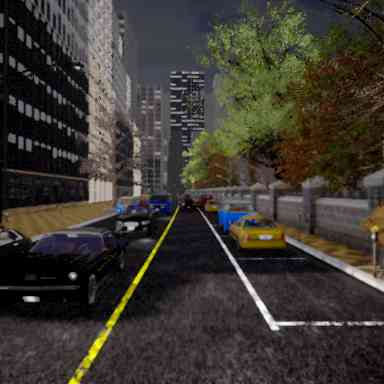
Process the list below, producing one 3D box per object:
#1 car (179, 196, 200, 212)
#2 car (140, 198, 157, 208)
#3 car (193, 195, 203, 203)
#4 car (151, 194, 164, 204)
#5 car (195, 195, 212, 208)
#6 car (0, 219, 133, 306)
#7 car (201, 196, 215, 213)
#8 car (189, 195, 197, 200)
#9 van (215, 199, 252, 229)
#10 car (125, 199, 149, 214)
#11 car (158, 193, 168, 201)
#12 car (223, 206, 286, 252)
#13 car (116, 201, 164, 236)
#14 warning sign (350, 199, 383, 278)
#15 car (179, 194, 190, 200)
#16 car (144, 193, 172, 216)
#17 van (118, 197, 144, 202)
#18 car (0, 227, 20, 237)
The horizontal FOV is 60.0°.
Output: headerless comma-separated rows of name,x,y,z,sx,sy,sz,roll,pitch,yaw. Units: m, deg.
car,-0.407,1.495,38.521,1.812,1.442,4.674,0,0,-1
car,-6.053,1.505,46.614,1.887,1.381,4.507,0,0,-1
car,1.281,1.455,69.188,1.752,1.417,4.829,0,0,-2
car,-6.540,1.254,63.251,2.192,1.841,5.009,0,0,-2
car,1.969,1.275,46.837,2.192,1.841,5.009,0,0,-1
car,-2.877,1.596,8.131,1.895,1.301,4.718,0,0,0
car,2.209,1.497,35.913,1.752,1.417,4.829,0,0,-1
car,0.357,1.444,91.191,2.008,1.369,4.403,0,0,-3
van,2.458,1.328,19.111,1.690,1.788,3.998,0,0,-1
car,-5.810,1.517,35.520,1.887,1.381,4.507,0,0,-1
car,-7.415,1.219,85.430,2.192,1.841,5.009,0,0,-3
car,2.507,1.517,13.737,1.752,1.417,4.829,0,0,0
car,-2.954,1.479,18.517,2.128,1.511,4.902,0,0,0
warning sign,4.922,1.110,8.452,1.300,1.860,1.060,0,0,0
car,-2.078,1.394,93.189,1.837,1.490,4.892,0,0,-18
car,-3.129,1.187,32.385,2.150,2.045,5.566,0,1,-1
van,-5.713,1.319,29.974,1.690,1.788,3.998,0,0,-1
car,-5.336,1.546,7.793,2.008,1.369,4.403,0,0,0
